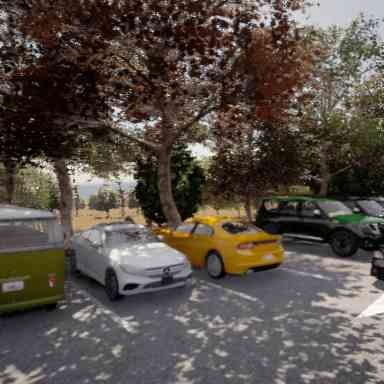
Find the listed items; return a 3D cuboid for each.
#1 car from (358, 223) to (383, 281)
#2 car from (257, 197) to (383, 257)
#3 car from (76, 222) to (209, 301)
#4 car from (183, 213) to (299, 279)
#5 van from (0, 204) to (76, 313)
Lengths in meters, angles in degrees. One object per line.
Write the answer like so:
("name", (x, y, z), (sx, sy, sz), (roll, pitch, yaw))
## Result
("car", (6.403, 1.565, 8.511), (4.181, 1.385, 1.994), (0, 0, -35))
("car", (5.059, 1.245, 13.577), (2.435, 2.045, 5.566), (0, 0, -35))
("car", (-1.848, 1.554, 8.735), (2.002, 1.452, 4.674), (0, 0, -35))
("car", (0.521, 1.508, 10.398), (2.097, 1.535, 5.008), (0, 0, -35))
("van", (-4.178, 1.294, 7.230), (1.878, 1.987, 4.442), (0, 0, -35))
